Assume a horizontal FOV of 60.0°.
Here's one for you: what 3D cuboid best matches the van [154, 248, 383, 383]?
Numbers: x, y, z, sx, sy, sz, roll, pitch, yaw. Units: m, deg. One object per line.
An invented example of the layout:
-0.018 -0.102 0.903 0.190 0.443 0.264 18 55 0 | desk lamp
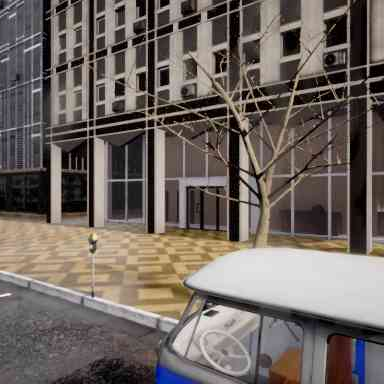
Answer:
1.559 1.341 1.758 3.998 1.788 1.690 0 0 36 | van
